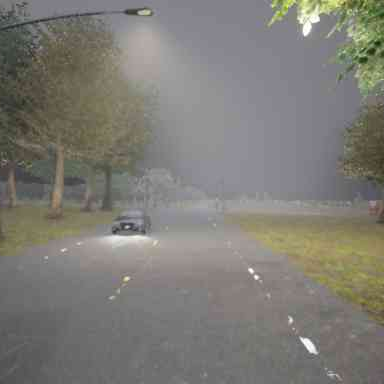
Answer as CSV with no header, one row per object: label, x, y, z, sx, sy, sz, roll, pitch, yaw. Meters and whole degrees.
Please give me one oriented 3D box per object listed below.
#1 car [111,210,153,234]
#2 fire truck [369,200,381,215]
car,-3.581,1.774,20.401,1.994,1.385,4.181,0,-1,0
fire truck,44.815,3.464,74.956,8.468,3.827,2.891,2,-2,4
